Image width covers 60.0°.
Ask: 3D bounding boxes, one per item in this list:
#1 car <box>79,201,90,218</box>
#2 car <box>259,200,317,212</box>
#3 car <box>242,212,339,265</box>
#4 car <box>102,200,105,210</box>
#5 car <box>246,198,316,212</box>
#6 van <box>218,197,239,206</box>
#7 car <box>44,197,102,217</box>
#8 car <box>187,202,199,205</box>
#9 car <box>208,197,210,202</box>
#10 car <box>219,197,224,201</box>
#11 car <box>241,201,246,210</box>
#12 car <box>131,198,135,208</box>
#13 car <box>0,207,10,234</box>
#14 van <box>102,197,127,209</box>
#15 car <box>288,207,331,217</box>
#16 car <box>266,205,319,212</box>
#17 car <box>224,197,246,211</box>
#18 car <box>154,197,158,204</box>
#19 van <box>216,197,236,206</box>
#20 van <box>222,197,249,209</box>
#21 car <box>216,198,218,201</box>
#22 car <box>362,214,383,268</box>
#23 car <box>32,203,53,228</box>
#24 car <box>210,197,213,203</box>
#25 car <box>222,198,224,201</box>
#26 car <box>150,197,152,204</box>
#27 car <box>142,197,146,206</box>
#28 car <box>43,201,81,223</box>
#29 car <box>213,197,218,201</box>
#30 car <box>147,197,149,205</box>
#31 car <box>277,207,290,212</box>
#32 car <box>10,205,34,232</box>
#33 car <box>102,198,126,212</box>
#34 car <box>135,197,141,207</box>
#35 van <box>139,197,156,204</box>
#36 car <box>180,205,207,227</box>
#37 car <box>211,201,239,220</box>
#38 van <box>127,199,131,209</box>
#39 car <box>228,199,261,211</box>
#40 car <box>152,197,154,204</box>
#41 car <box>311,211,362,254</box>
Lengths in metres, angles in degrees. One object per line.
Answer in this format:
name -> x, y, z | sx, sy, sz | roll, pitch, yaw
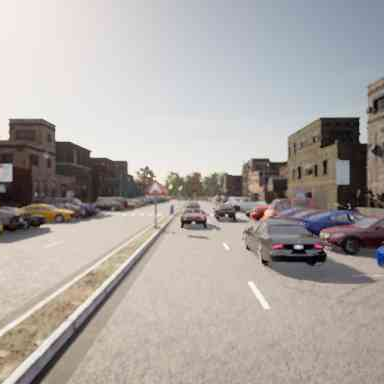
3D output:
car -> -12.572, 1.836, 31.196 | 4.892, 1.521, 2.231 | 0, -1, 0
car -> 7.629, 1.655, 24.616 | 4.553, 1.767, 2.185 | 0, -1, 0
car -> 3.109, 1.687, 12.208 | 2.033, 1.411, 5.357 | 0, -1, 0
car -> -12.540, 1.928, 36.755 | 4.792, 1.488, 2.163 | 0, -1, 0
car -> 7.634, 1.565, 27.375 | 5.566, 2.045, 2.435 | 0, -1, 0
van -> 7.814, 2.072, 71.497 | 4.442, 1.987, 1.878 | 0, -1, 0
car -> -12.545, 1.616, 33.978 | 5.566, 2.045, 2.435 | 0, -1, 0
car -> 0.133, 2.012, 41.438 | 1.837, 1.490, 4.892 | 0, -1, 0
car -> 7.900, 2.569, 93.548 | 5.366, 1.575, 1.946 | 0, -1, 0
car -> 7.713, 1.880, 54.952 | 5.566, 2.045, 2.435 | 0, -1, 0
car -> 7.637, 1.916, 32.887 | 4.792, 1.488, 2.163 | 0, -1, 0
car -> -12.541, 2.151, 56.210 | 4.674, 1.452, 2.002 | 0, -1, 0
car -> -12.809, 1.669, 17.310 | 5.366, 1.575, 1.946 | 0, -1, 0
van -> -12.664, 1.826, 50.655 | 4.442, 1.987, 1.878 | 0, -1, 0
car -> 7.648, 1.672, 16.342 | 5.008, 1.535, 2.097 | 0, -1, 0
car -> 7.655, 1.786, 21.986 | 4.674, 1.452, 2.002 | 0, -1, 0
car -> 7.706, 1.794, 46.678 | 5.566, 2.045, 2.435 | 0, -1, 0
car -> -12.462, 2.209, 86.783 | 5.566, 2.045, 2.435 | 0, -1, 0
van -> 7.818, 2.135, 77.010 | 4.442, 1.987, 1.878 | 0, -1, 0
van -> 7.570, 1.932, 57.709 | 4.442, 1.987, 1.878 | 0, -1, 0
car -> 7.690, 2.281, 65.979 | 4.674, 1.452, 2.002 | 0, -1, 0
car -> 7.619, 1.319, 8.074 | 5.566, 2.045, 2.435 | 0, -1, 0
car -> -12.604, 1.737, 22.742 | 5.008, 1.535, 2.097 | 0, -1, 0
car -> 7.732, 2.142, 79.768 | 5.566, 2.045, 2.435 | 0, -1, 0
car -> 7.677, 2.101, 52.067 | 5.008, 1.535, 2.097 | 0, -1, 0
car -> -12.501, 2.394, 78.442 | 4.674, 1.452, 2.002 | 0, -1, 0
car -> -12.517, 2.227, 67.329 | 5.008, 1.535, 2.097 | 0, -1, 0
car -> -12.588, 1.803, 28.417 | 5.008, 1.535, 2.097 | 0, -1, 0
car -> 7.510, 2.266, 68.737 | 5.366, 1.575, 1.946 | 0, -1, 0
car -> -12.481, 2.162, 72.885 | 4.553, 1.767, 2.185 | 0, -1, 0
car -> 7.653, 1.748, 19.098 | 4.674, 1.452, 2.002 | 0, -1, 0
car -> -12.640, 1.735, 20.086 | 4.792, 1.488, 2.163 | 0, -1, 0
car -> -12.546, 2.023, 47.873 | 4.892, 1.521, 2.231 | 0, -1, 0
car -> -12.349, 2.136, 58.990 | 5.366, 1.575, 1.946 | 0, -1, 0
van -> -12.365, 2.312, 92.339 | 4.442, 1.987, 1.878 | 0, -1, 0
car -> 0.121, 1.912, 25.429 | 1.895, 1.301, 4.718 | 0, -1, 0
car -> 3.119, 1.900, 32.446 | 1.837, 1.490, 4.892 | 0, -1, 0
van -> -12.660, 1.855, 53.434 | 4.442, 1.987, 1.878 | 0, -1, 0
car -> 7.711, 1.948, 49.311 | 4.553, 1.767, 2.185 | 0, -1, 0
car -> -12.493, 2.389, 81.221 | 4.892, 1.521, 2.231 | 0, -1, 0
car -> 7.654, 1.677, 13.584 | 4.674, 1.452, 2.002 | 0, -1, 0
